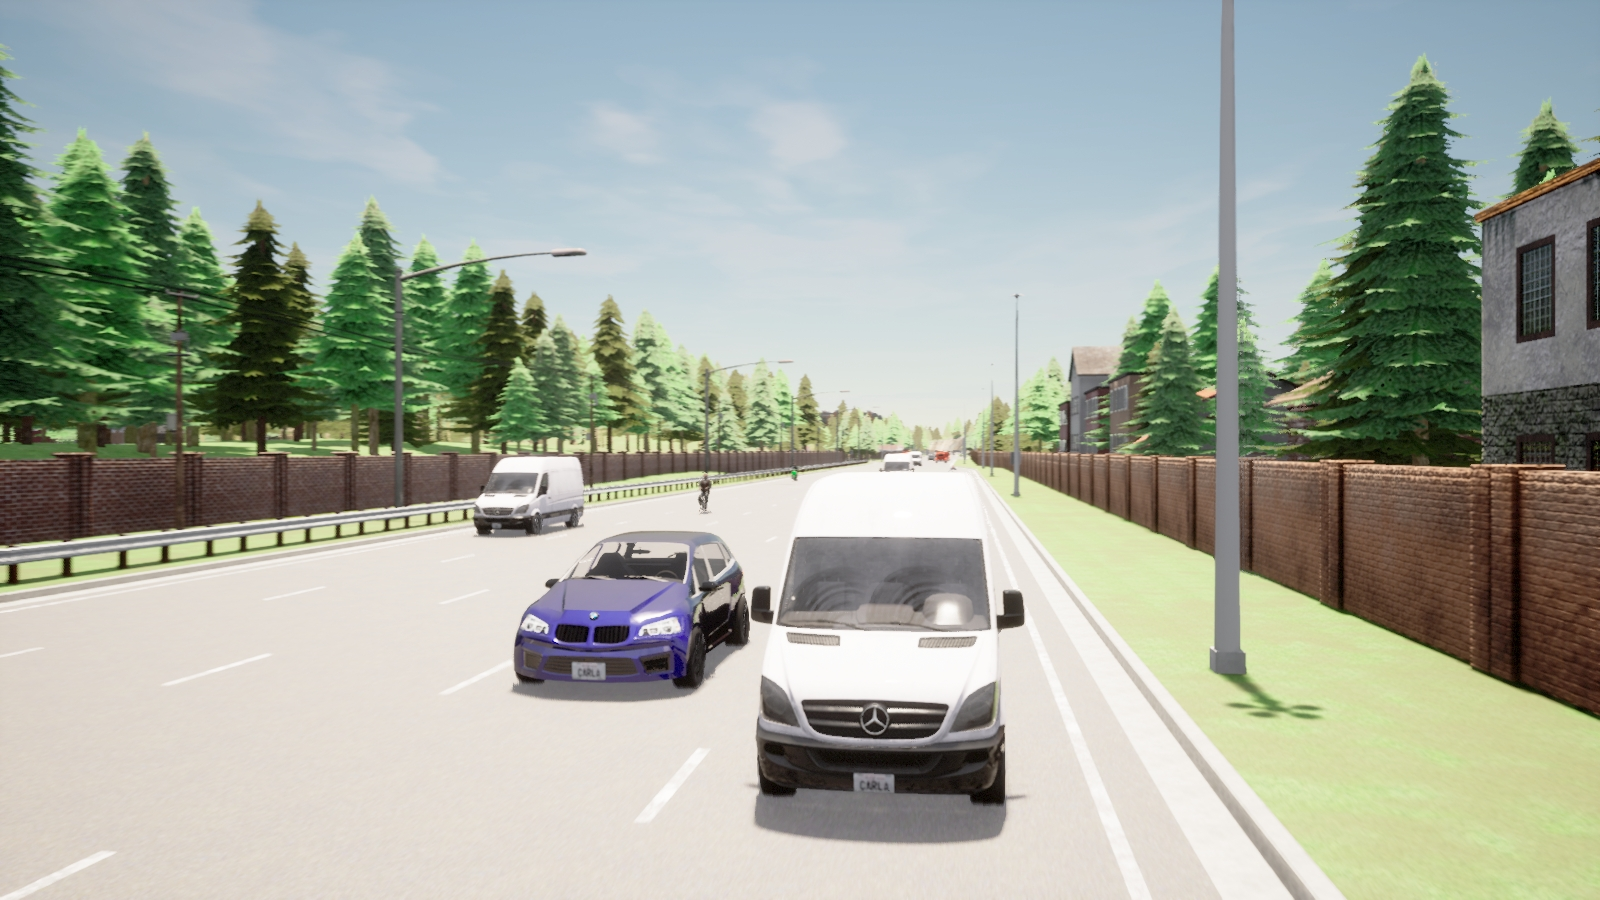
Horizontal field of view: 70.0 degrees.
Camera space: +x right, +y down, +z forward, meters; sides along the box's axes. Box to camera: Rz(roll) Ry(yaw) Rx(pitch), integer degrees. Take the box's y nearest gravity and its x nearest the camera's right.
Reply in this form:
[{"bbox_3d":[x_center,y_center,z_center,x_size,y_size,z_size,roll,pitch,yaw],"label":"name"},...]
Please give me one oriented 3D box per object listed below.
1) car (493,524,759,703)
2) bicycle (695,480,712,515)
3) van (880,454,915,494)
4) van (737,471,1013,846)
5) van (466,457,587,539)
[{"bbox_3d":[-2.048,1.968,15.076,2.242,1.667,4.611,0,0,8],"label":"car"},{"bbox_3d":[-4.206,2.060,50.080,0.329,1.471,1.835,0,0,8],"label":"bicycle"},{"bbox_3d":[6.555,1.542,76.325,1.988,2.561,5.915,0,0,8],"label":"van"},{"bbox_3d":[0.934,1.536,11.178,1.988,2.561,5.915,0,0,8],"label":"van"},{"bbox_3d":[-9.255,1.531,39.275,1.988,2.561,5.915,0,0,8],"label":"van"}]
